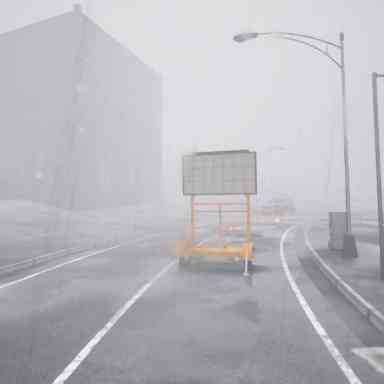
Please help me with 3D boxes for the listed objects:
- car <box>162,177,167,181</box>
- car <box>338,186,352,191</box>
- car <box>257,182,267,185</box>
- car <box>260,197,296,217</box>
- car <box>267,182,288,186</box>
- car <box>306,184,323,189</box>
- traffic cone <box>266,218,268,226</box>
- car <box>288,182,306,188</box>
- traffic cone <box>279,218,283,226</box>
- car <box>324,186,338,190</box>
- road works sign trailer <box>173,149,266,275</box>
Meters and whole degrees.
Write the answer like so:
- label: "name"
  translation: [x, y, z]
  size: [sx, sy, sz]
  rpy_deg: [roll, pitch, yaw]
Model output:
- label: "car"
  translation: [-7.062, -2.466, 62.396]
  size: [4.553, 1.767, 2.185]
  rpy_deg: [2, -5, -24]
- label: "car"
  translation: [37.441, -0.646, 84.449]
  size: [4.892, 1.521, 2.231]
  rpy_deg: [3, -5, -31]
- label: "car"
  translation: [13.059, -1.678, 71.281]
  size: [4.674, 1.452, 2.002]
  rpy_deg: [2, -5, -25]
- label: "car"
  translation: [9.459, 1.636, 36.321]
  size: [2.150, 2.045, 5.566]
  rpy_deg: [-4, -3, 38]
- label: "car"
  translation: [18.047, -1.522, 73.707]
  size: [5.008, 1.535, 2.097]
  rpy_deg: [2, -5, -26]
- label: "car"
  translation: [27.991, -1.066, 78.951]
  size: [4.792, 1.488, 2.163]
  rpy_deg: [2, -5, -28]
- label: "traffic cone"
  translation: [5.148, 2.080, 23.019]
  size: [0.340, 0.580, 0.340]
  rpy_deg: [-2, -1, 17]
- label: "car"
  translation: [22.960, -1.442, 76.234]
  size: [4.553, 1.767, 2.185]
  rpy_deg: [2, -5, -27]
- label: "traffic cone"
  translation: [6.103, 2.049, 22.734]
  size: [0.340, 0.580, 0.340]
  rpy_deg: [-2, -1, 17]
- label: "car"
  translation: [32.788, -0.835, 81.672]
  size: [4.674, 1.452, 2.002]
  rpy_deg: [3, -5, -30]
- label: "road works sign trailer"
  translation: [0.920, 0.493, 10.681]
  size: [2.380, 3.560, 2.880]
  rpy_deg: [-1, 0, 18]
